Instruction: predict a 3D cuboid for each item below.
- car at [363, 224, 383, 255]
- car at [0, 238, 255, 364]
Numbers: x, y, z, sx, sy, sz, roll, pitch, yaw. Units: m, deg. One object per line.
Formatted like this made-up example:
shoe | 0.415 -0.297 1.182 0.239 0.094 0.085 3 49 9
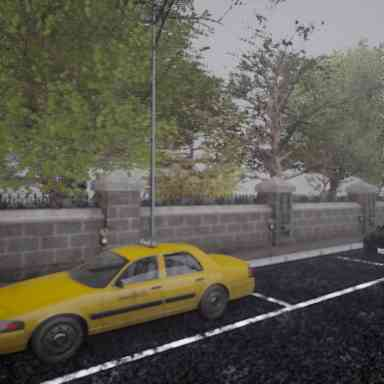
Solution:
car | 8.137 1.612 12.362 4.313 1.339 1.947 0 0 -36
car | -1.019 1.533 5.830 4.829 1.417 1.752 0 0 -36
